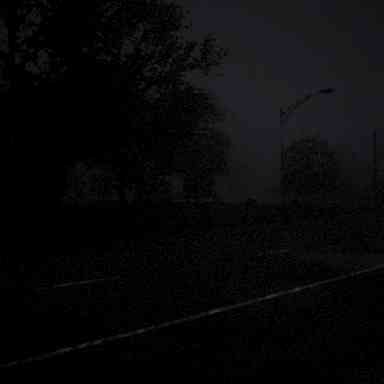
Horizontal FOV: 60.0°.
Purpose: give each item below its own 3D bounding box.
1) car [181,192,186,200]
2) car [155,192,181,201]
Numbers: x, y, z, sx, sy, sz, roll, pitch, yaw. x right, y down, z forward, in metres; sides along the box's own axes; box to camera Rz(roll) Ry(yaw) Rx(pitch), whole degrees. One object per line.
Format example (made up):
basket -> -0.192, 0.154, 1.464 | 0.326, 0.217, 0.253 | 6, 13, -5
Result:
car -> -2.348, 0.830, 68.587 | 2.128, 1.511, 4.902 | -3, 1, -39
car -> -5.229, 0.681, 66.575 | 2.150, 2.045, 5.566 | -3, 1, -39
